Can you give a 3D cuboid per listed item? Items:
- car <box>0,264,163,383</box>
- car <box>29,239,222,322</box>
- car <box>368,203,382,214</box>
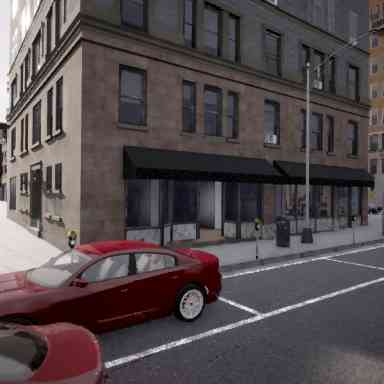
[{"bbox_3d":[-2.631,1.525,1.500,4.674,1.442,1.812,0,0,-35],"label":"car"},{"bbox_3d":[-1.536,1.545,5.658,4.507,1.381,1.887,0,1,-35],"label":"car"},{"bbox_3d":[16.262,1.411,33.347,2.033,1.411,5.357,1,0,-35],"label":"car"}]
